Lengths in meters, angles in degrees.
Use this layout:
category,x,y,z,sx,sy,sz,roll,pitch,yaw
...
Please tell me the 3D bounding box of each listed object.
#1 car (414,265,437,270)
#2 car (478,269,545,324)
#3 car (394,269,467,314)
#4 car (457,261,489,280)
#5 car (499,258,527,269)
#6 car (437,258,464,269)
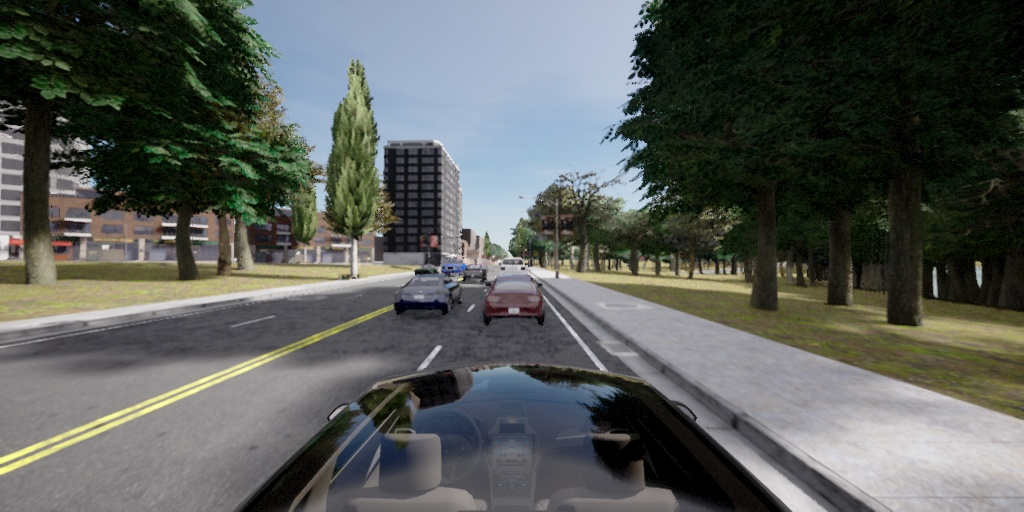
category,x,y,z,sx,sy,sz,roll,pitch,yaw
car,-9.843,1.661,41.329,1.895,1.301,4.718,0,-1,0
car,0.071,1.334,12.054,1.812,1.442,4.674,0,0,0
car,-3.171,1.387,14.268,1.994,1.385,4.181,0,0,0
car,-3.163,1.457,31.611,2.128,1.511,4.902,0,-1,0
car,0.087,1.177,30.650,2.150,2.045,5.566,0,-1,0
car,-6.594,1.278,40.955,2.150,2.045,5.566,0,-1,0
